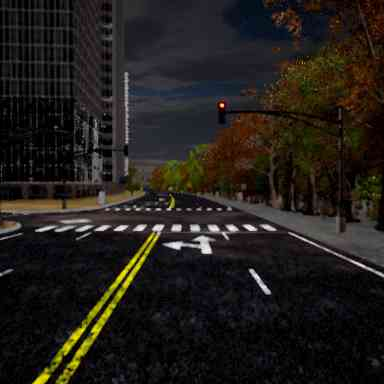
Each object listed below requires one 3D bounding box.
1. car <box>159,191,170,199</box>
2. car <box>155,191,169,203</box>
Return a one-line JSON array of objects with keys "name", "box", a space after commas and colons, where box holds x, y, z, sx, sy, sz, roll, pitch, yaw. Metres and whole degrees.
[{"name": "car", "box": [-5.593, 0.537, 68.338, 2.128, 1.511, 4.902, 0, 1, -4]}, {"name": "car", "box": [-4.410, 0.833, 48.598, 2.128, 1.511, 4.902, 0, 2, -3]}]
